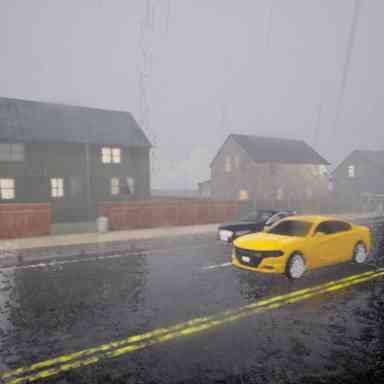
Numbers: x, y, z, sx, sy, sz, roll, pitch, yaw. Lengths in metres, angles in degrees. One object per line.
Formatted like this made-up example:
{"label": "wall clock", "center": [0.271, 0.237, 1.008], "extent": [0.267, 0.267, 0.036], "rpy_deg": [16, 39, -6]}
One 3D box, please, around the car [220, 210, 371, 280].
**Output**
{"label": "car", "center": [3.443, 1.472, 10.101], "extent": [5.008, 1.535, 1.882], "rpy_deg": [0, 0, -35]}

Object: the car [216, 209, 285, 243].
{"label": "car", "center": [3.216, 1.486, 13.920], "extent": [4.902, 1.511, 2.128], "rpy_deg": [0, 0, -35]}
